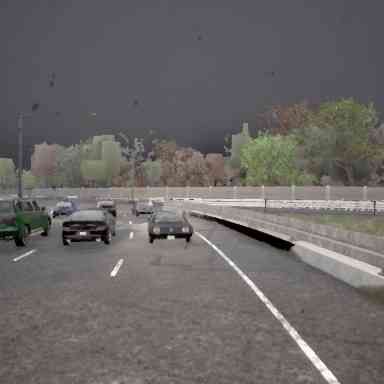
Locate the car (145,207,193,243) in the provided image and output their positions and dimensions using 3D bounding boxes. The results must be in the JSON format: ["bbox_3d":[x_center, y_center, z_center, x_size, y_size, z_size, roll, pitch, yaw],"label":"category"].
[{"bbox_3d":[-1.184,1.614,16.048,1.895,1.301,4.718,0,0,-8],"label":"car"}]

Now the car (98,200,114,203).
[{"bbox_3d":[-8.002,1.515,30.888,1.837,1.490,4.892,0,0,-16],"label":"car"}]

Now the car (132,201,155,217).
[{"bbox_3d":[-4.644,1.561,31.876,2.033,1.411,5.357,0,0,-16],"label":"car"}]

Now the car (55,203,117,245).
[{"bbox_3d":[-4.644,1.483,15.516,1.882,1.535,5.008,0,0,-8],"label":"car"}]

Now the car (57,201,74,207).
[{"bbox_3d":[-11.359,1.531,29.900,1.812,1.442,4.674,0,0,-16],"label":"car"}]

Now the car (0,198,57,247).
[{"bbox_3d":[-8.112,1.256,15.044,2.150,2.045,5.566,0,0,-8],"label":"car"}]
